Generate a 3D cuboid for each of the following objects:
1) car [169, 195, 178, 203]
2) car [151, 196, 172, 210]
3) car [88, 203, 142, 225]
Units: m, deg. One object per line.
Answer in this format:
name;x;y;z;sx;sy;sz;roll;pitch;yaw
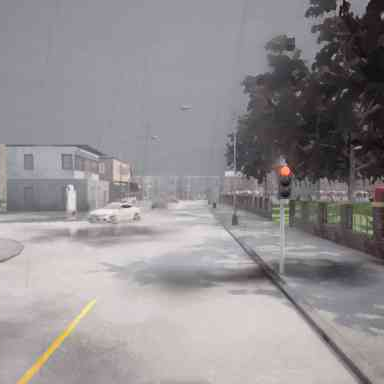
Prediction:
car;-3.971;1.351;66.529;2.097;1.767;4.553;0;0;1
car;-4.061;1.547;42.560;2.033;1.411;5.357;0;0;0
car;-5.531;1.525;24.598;1.812;1.442;4.674;1;0;27
